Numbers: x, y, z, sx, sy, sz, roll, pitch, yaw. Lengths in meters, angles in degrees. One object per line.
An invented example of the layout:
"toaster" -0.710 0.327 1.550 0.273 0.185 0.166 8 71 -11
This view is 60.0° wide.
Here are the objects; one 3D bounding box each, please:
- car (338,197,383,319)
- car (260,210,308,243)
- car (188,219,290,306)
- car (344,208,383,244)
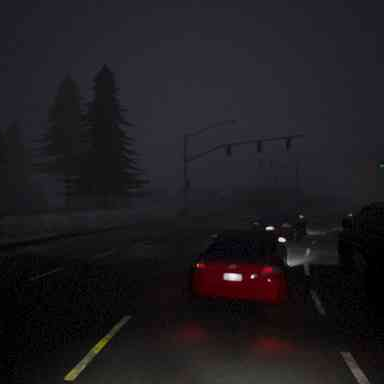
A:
"car" 4.720 1.247 7.268 2.150 2.045 5.566 0 0 15
"car" 4.519 1.617 16.763 1.994 1.385 4.181 0 0 29
"car" 1.328 1.590 8.240 1.994 1.385 4.181 0 0 16
"car" 9.002 1.619 16.923 1.994 1.385 4.181 0 0 29
